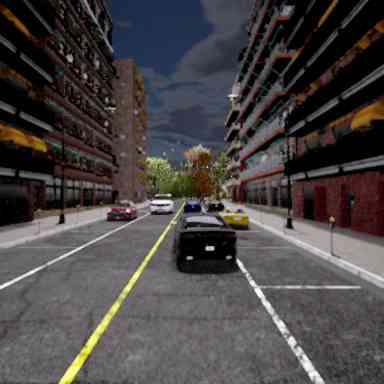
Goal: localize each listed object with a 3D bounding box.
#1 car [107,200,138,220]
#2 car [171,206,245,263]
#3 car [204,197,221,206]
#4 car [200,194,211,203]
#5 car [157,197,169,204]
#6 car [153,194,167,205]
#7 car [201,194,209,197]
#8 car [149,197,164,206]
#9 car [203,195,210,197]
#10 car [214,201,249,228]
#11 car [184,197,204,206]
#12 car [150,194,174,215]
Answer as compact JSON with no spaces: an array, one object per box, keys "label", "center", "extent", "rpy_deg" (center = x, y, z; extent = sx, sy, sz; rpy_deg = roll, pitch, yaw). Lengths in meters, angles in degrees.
[{"label":"car","center":[-5.696,1.459,27.587],"extent":[1.967,1.590,4.097],"rpy_deg":[1,0,0]},{"label":"car","center":[0.332,1.486,12.079],"extent":[1.882,1.535,5.008],"rpy_deg":[0,0,-4]},{"label":"car","center":[2.774,1.593,39.332],"extent":[1.947,1.339,4.313],"rpy_deg":[1,0,0]},{"label":"car","center":[2.844,1.371,72.099],"extent":[2.192,1.841,5.009],"rpy_deg":[1,0,0]},{"label":"car","center":[-5.807,1.616,66.565],"extent":[1.947,1.339,4.313],"rpy_deg":[1,0,0]},{"label":"car","center":[-5.804,1.360,60.996],"extent":[2.192,1.841,5.009],"rpy_deg":[1,0,0]},{"label":"car","center":[2.841,1.596,60.963],"extent":[2.008,1.369,4.403],"rpy_deg":[1,0,0]},{"label":"car","center":[-5.807,1.591,55.428],"extent":[2.008,1.369,4.403],"rpy_deg":[1,0,0]},{"label":"car","center":[2.840,1.561,49.996],"extent":[1.752,1.417,4.829],"rpy_deg":[1,0,0]},{"label":"car","center":[2.710,1.540,22.156],"extent":[1.752,1.417,4.829],"rpy_deg":[1,0,0]},{"label":"car","center":[0.102,1.591,38.709],"extent":[1.994,1.385,4.181],"rpy_deg":[0,0,0]},{"label":"car","center":[-3.088,1.246,35.177],"extent":[2.150,2.045,5.566],"rpy_deg":[0,0,0]}]
